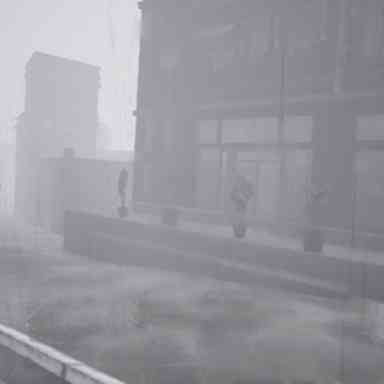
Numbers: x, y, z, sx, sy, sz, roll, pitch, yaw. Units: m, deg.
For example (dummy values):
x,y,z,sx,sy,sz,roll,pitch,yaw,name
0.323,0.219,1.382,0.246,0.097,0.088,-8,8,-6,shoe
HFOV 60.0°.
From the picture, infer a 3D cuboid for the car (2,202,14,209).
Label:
x,y,z,sx,sy,sz,roll,pitch,yaw,name
-29.806,2.309,56.594,1.895,1.301,4.718,4,-1,13,car
